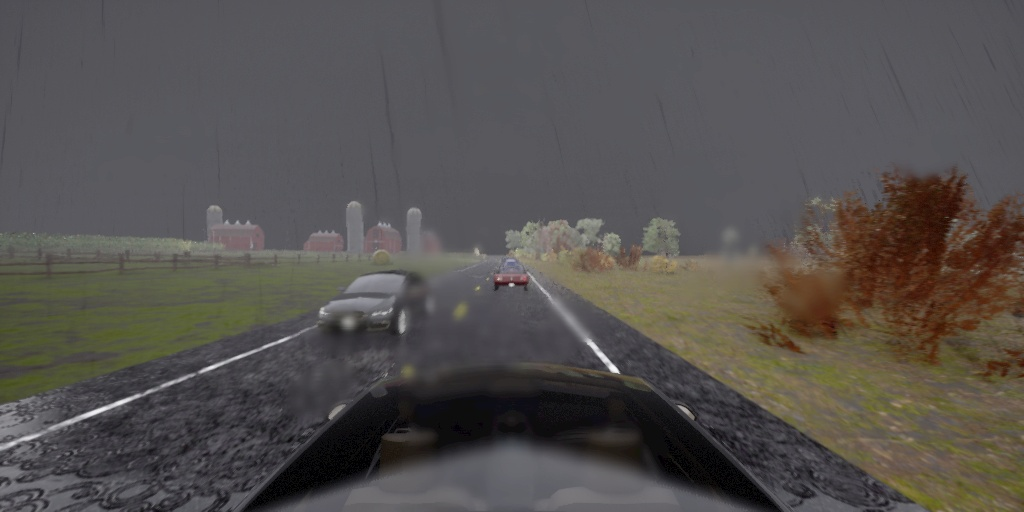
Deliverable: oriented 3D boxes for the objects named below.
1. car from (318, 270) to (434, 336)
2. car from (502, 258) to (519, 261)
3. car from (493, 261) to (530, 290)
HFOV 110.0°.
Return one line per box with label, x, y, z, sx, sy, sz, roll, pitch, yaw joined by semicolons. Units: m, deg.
car;-3.513;1.176;10.142;1.837;1.490;4.892;0;0;0
car;-0.143;0.896;40.837;1.812;1.442;4.674;0;1;-1
car;-0.022;1.167;20.447;1.895;1.301;4.718;0;1;0
